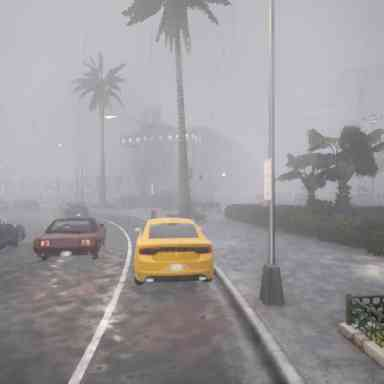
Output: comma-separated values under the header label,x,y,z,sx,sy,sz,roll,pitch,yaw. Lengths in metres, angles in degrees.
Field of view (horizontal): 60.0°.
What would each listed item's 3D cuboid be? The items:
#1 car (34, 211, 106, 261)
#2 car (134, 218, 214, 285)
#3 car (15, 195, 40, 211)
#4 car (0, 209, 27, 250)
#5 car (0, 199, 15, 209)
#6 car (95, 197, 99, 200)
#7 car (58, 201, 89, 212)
label,x,y,z,sx,sy,sz,roll,pitch,yaw
car,-4.283,1.598,12.401,1.895,1.301,4.718,0,0,-11
car,-0.643,1.477,9.657,1.882,1.535,5.008,0,0,-7
car,-20.296,1.487,40.325,4.892,1.490,1.837,0,0,41
car,-7.639,1.541,11.829,2.033,1.411,5.357,0,0,-11
car,-22.436,1.472,37.605,4.902,1.511,2.128,0,0,41
car,-26.407,1.553,85.596,4.718,1.301,1.895,0,0,24
car,-9.862,1.496,27.631,1.837,1.490,4.892,1,0,-28
